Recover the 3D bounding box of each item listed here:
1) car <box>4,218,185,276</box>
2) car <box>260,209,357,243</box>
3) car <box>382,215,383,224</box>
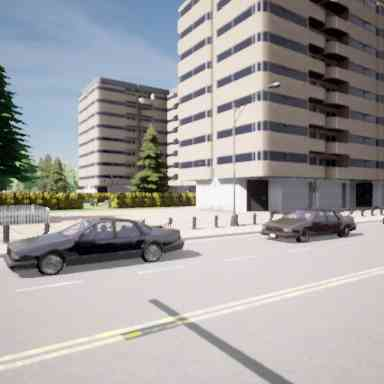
[{"bbox_3d":[-2.842,1.541,10.508,5.357,1.411,2.033,0,0,-33],"label":"car"},{"bbox_3d":[5.790,1.530,16.145,5.357,1.411,2.033,0,0,-33],"label":"car"},{"bbox_3d":[14.275,1.535,21.662,4.181,1.385,1.994,0,0,-32],"label":"car"}]
